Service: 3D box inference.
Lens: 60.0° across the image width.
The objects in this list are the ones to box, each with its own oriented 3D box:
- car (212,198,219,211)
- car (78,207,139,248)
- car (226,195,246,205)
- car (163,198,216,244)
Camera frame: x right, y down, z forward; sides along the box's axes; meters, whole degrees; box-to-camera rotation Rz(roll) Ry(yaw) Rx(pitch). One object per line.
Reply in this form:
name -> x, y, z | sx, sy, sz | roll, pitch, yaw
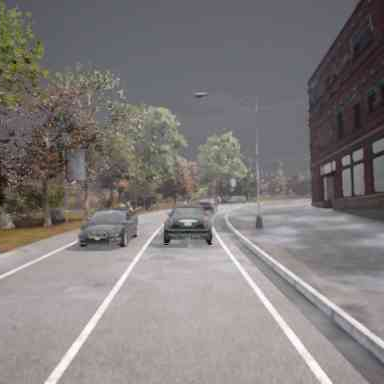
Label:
car -> 1.646, 1.381, 34.388 | 1.837, 1.490, 4.892 | -2, 0, 13
car -> -3.554, 1.496, 14.892 | 1.837, 1.490, 4.892 | 0, 0, 0
car -> 7.484, 1.308, 56.351 | 2.128, 1.511, 4.902 | -4, -1, 34
car -> -0.177, 1.337, 15.877 | 2.097, 1.767, 4.553 | 0, 0, 0
